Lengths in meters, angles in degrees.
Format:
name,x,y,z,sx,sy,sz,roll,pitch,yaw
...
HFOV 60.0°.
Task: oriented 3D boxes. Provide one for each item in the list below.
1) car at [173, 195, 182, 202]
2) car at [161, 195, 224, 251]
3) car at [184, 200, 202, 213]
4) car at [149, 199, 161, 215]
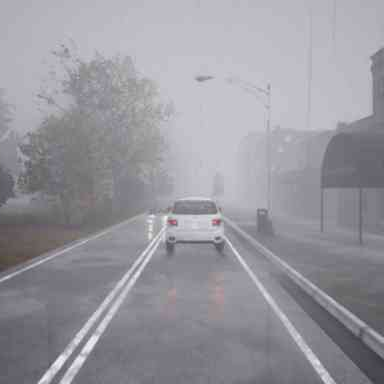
name,x,y,z,sx,sy,sz,roll,pitch,yaw
car,-3.258,1.519,76.510,1.882,1.535,5.008,0,0,0
car,0.105,1.229,14.249,2.150,2.045,5.566,0,0,0
car,0.113,1.614,38.820,1.895,1.301,4.718,0,0,0
car,-3.333,1.518,34.749,1.837,1.490,4.892,0,0,0
